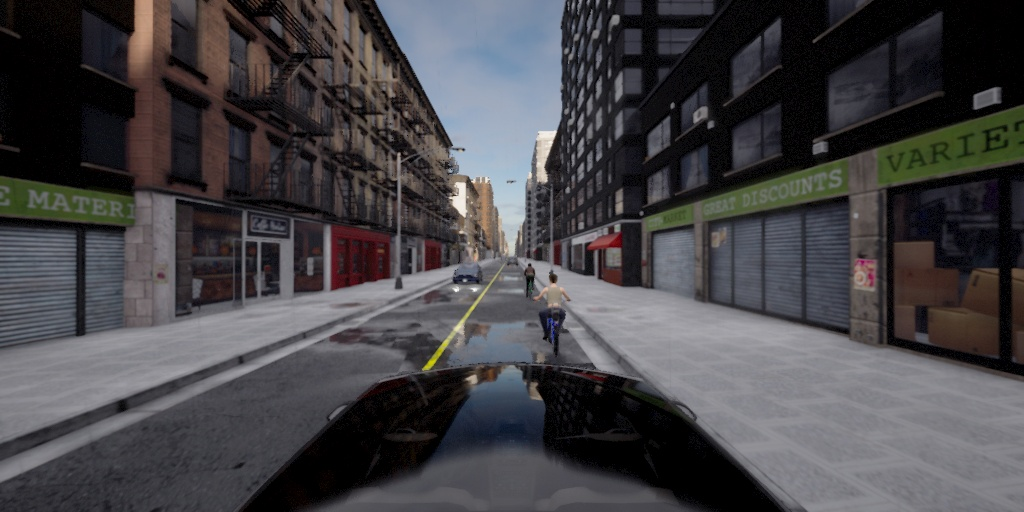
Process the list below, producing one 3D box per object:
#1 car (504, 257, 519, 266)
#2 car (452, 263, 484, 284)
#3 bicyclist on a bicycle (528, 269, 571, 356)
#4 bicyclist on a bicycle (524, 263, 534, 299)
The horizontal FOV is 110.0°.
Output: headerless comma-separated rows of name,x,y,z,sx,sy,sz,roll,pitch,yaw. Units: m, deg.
car,0.126,0.951,64.329,2.128,1.511,4.902,0,0,0
car,-3.093,1.218,26.183,2.033,1.411,5.357,0,0,0
bicyclist on a bicycle,0.859,1.174,7.580,0.866,1.612,1.509,0,0,0
bicyclist on a bicycle,0.829,1.163,16.514,0.582,1.620,1.656,0,0,0
